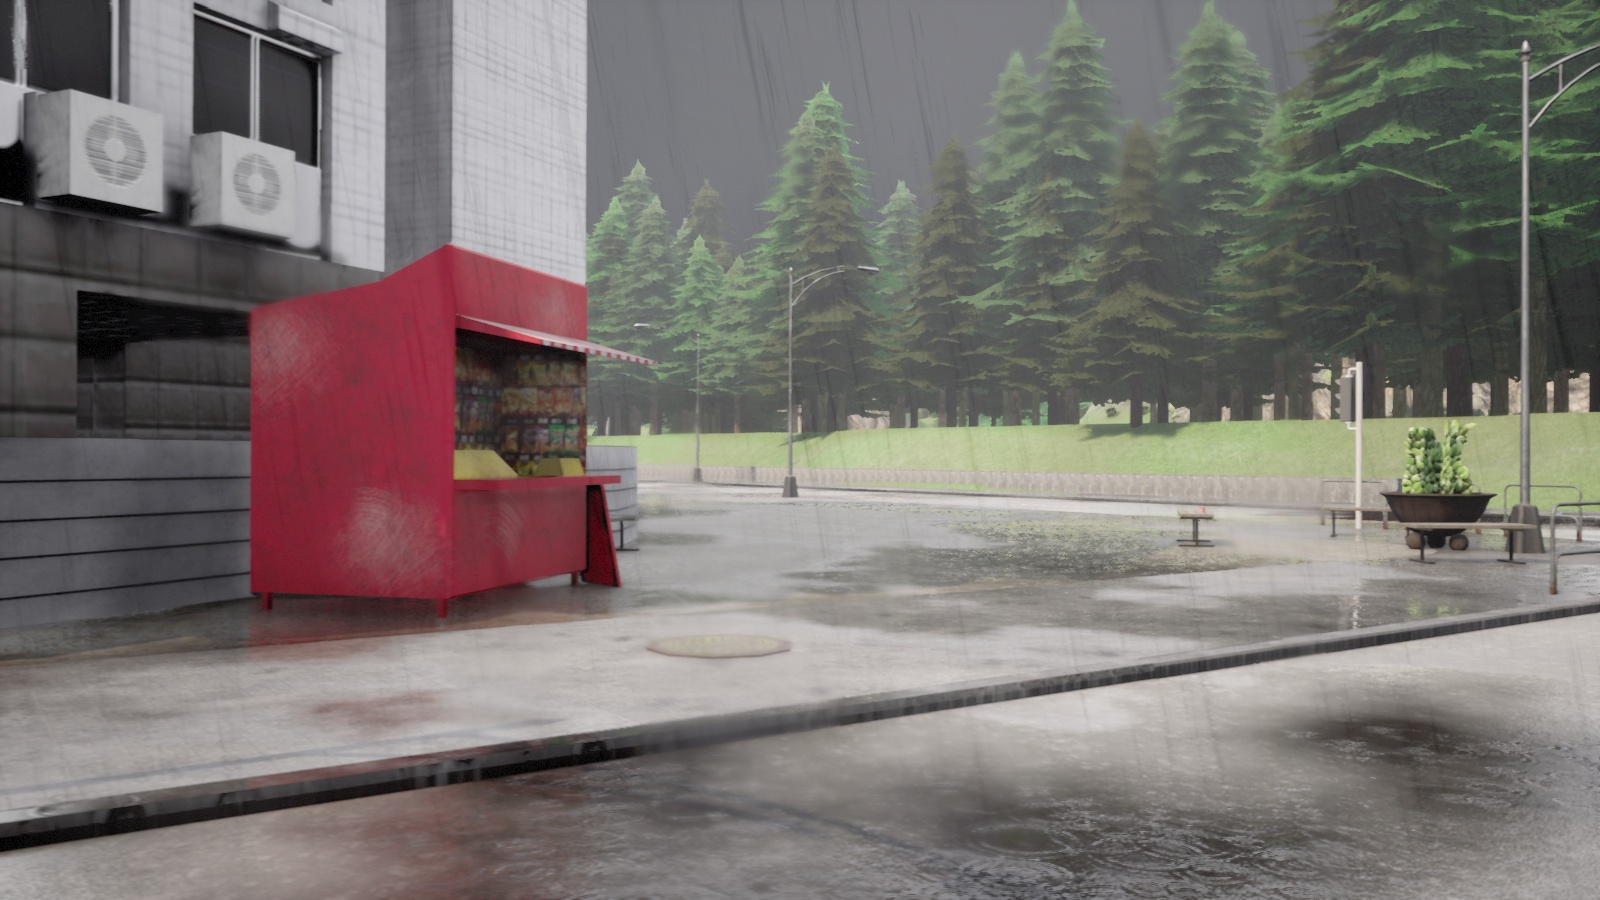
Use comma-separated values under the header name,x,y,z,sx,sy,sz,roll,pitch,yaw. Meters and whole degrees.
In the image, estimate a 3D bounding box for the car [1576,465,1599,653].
name,x,y,z,sx,sy,sz,roll,pitch,yaw
car,8.729,0.826,10.275,5.357,1.411,2.033,0,0,-34
